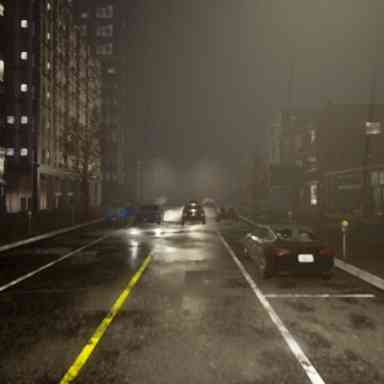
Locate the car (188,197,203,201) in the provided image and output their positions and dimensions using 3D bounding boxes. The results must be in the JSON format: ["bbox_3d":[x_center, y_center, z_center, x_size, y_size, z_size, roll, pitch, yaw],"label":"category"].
[{"bbox_3d":[0.113,1.722,44.669,1.837,1.490,4.892,0,0,0],"label":"car"}]

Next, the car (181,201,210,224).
[{"bbox_3d":[0.108,1.671,26.163,2.033,1.411,5.357,0,0,0],"label":"car"}]

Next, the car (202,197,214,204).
[{"bbox_3d":[2.709,1.708,54.246,1.967,1.590,4.097,0,0,0],"label":"car"}]

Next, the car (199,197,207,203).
[{"bbox_3d":[2.715,1.987,81.931,1.947,1.339,4.313,0,0,0],"label":"car"}]

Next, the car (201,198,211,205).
[{"bbox_3d":[2.711,1.872,65.320,1.887,1.381,4.507,0,0,0],"label":"car"}]

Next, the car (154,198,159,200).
[{"bbox_3d":[-5.675,1.792,43.176,1.802,1.307,4.206,0,0,0],"label":"car"}]

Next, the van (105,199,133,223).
[{"bbox_3d":[-5.679,1.466,26.566,1.690,1.788,3.998,0,0,0],"label":"van"}]

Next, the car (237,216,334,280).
[{"bbox_3d":[2.696,1.612,9.950,1.947,1.339,4.313,0,0,0],"label":"car"}]

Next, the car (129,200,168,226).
[{"bbox_3d":[-3.087,1.593,24.544,1.882,1.535,5.008,0,0,0],"label":"car"}]

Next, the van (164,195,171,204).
[{"bbox_3d":[-5.669,1.668,65.324,1.690,1.788,3.998,0,0,0],"label":"van"}]

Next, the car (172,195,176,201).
[{"bbox_3d":[-5.665,1.736,81.936,2.192,1.841,5.009,0,0,0],"label":"car"}]

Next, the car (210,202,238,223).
[{"bbox_3d":[2.701,1.707,26.561,1.802,1.307,4.206,0,0,0],"label":"car"}]

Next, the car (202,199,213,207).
[{"bbox_3d":[2.710,1.879,59.782,1.802,1.307,4.206,0,0,0],"label":"car"}]

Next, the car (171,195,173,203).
[{"bbox_3d":[-5.669,1.903,70.861,1.887,1.381,4.507,0,0,0],"label":"car"}]

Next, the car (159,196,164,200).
[{"bbox_3d":[-5.674,1.679,48.714,1.967,1.590,4.097,0,0,0],"label":"car"}]
